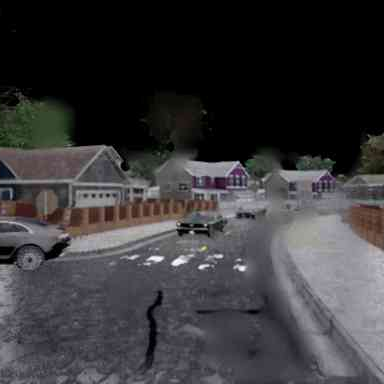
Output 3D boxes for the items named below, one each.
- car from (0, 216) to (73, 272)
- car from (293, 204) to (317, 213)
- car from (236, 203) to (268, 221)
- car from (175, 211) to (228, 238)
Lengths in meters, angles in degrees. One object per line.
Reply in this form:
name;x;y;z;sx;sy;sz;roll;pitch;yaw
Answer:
car;-6.106;1.473;9.747;4.902;1.511;2.128;1;0;-16
car;15.773;2.140;46.350;1.994;1.385;4.181;0;-1;42
car;5.702;1.825;31.409;1.882;1.535;5.008;0;-1;28
car;0.660;1.788;19.069;1.895;1.301;4.718;0;-1;18
